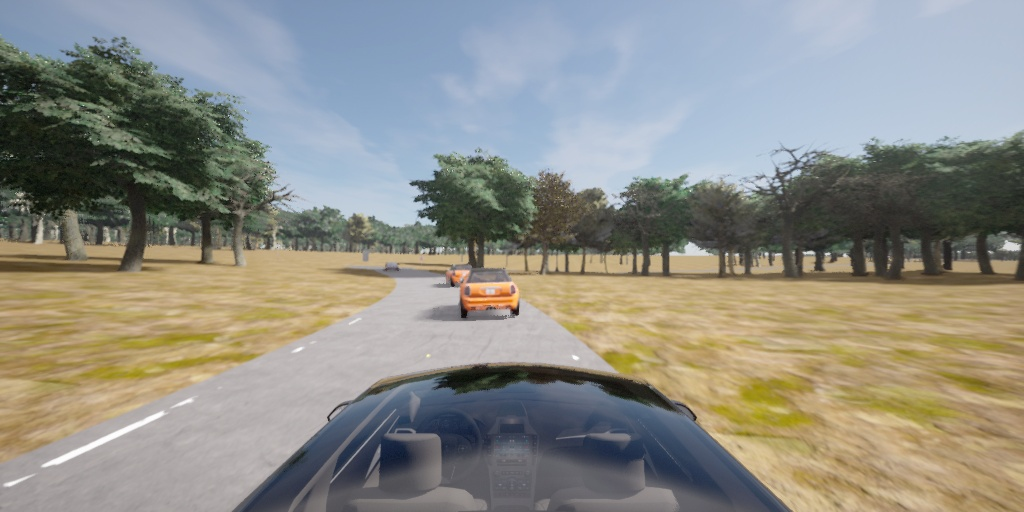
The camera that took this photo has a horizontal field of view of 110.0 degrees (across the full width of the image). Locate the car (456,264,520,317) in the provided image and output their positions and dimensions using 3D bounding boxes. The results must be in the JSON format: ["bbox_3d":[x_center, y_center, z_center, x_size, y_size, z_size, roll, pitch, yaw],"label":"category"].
[{"bbox_3d":[-1.005,1.254,14.256,2.097,1.767,4.553,-1,-1,-8],"label":"car"}]

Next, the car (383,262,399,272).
[{"bbox_3d":[-18.441,1.641,54.776,1.812,1.442,4.674,0,0,-26],"label":"car"}]

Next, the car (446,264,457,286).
[{"bbox_3d":[-4.158,1.441,29.113,2.097,1.767,4.553,0,-1,-16],"label":"car"}]
